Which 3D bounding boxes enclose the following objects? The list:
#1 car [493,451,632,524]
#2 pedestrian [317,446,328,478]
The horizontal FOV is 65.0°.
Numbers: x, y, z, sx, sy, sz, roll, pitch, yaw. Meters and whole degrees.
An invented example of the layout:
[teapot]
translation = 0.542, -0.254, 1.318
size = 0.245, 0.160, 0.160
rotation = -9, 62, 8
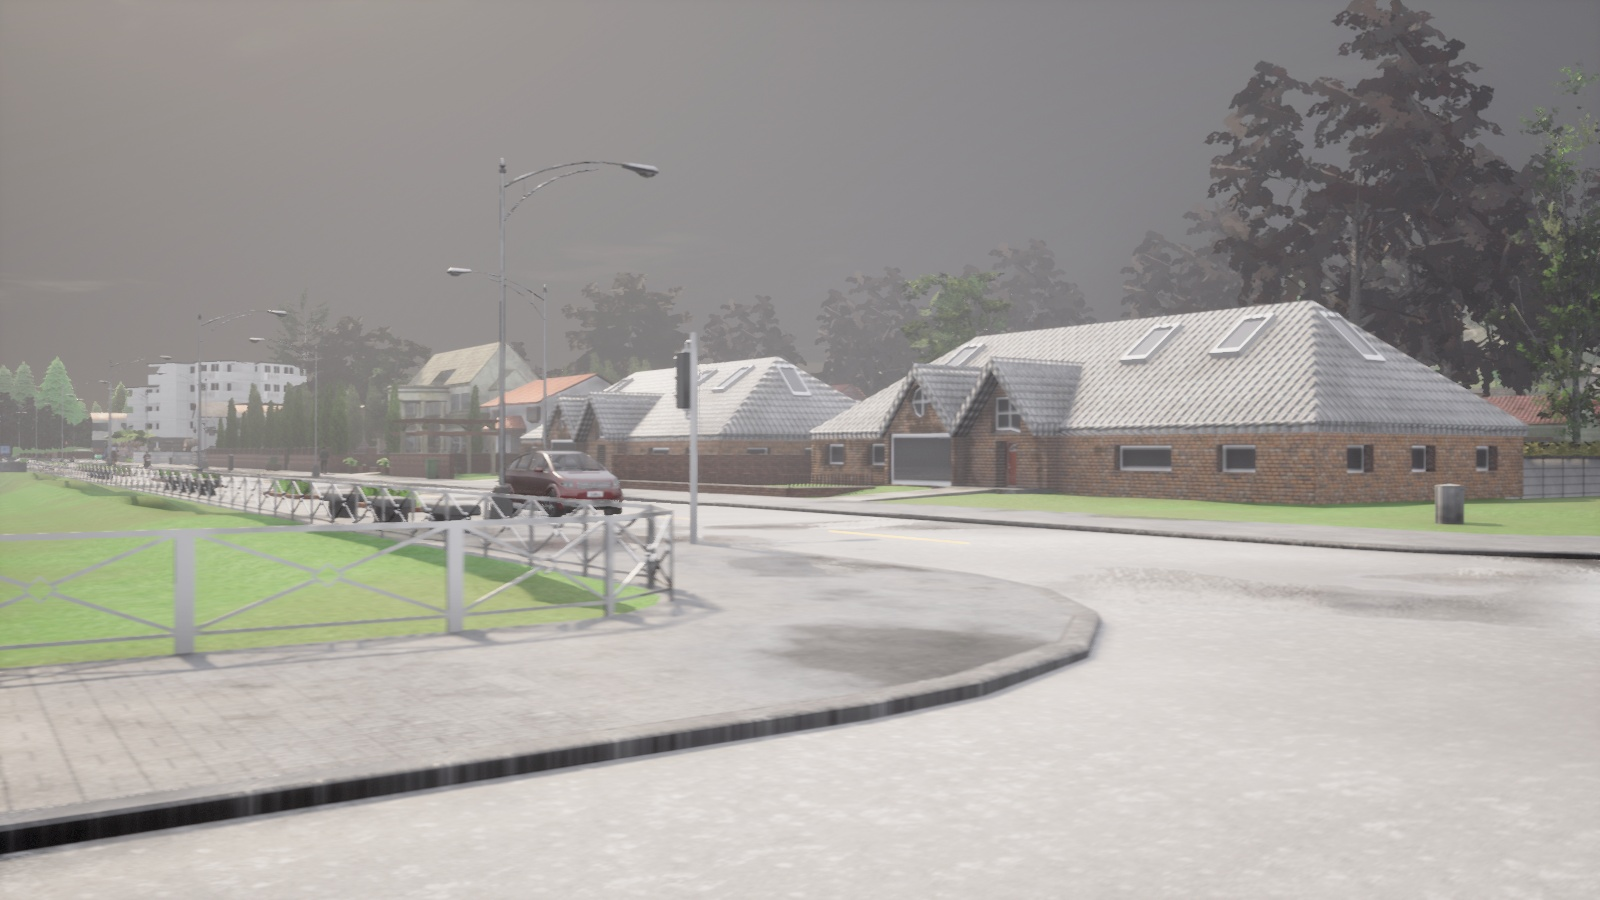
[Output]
[car]
translation = -5.516, 0.806, 28.871
size = 1.789, 1.549, 3.705
rotation = 0, 0, -35
[pedestrian]
translation = -29.466, 0.715, 77.496
size = 0.423, 1.949, 0.788
rotation = 0, 0, -36
